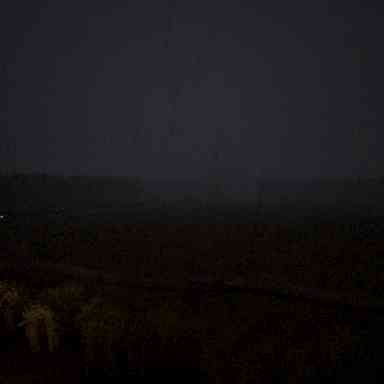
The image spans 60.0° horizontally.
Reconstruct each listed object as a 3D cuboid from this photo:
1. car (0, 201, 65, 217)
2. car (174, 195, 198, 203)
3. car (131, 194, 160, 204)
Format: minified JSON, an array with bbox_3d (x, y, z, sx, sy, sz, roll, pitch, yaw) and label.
[{"bbox_3d":[-12.972,1.453,27.273,2.033,1.411,5.357,0,0,27],"label":"car"},{"bbox_3d":[-0.731,1.171,44.845,2.128,1.511,4.902,0,1,22],"label":"car"},{"bbox_3d":[-5.681,0.999,41.354,1.812,1.442,4.674,0,1,27],"label":"car"}]
